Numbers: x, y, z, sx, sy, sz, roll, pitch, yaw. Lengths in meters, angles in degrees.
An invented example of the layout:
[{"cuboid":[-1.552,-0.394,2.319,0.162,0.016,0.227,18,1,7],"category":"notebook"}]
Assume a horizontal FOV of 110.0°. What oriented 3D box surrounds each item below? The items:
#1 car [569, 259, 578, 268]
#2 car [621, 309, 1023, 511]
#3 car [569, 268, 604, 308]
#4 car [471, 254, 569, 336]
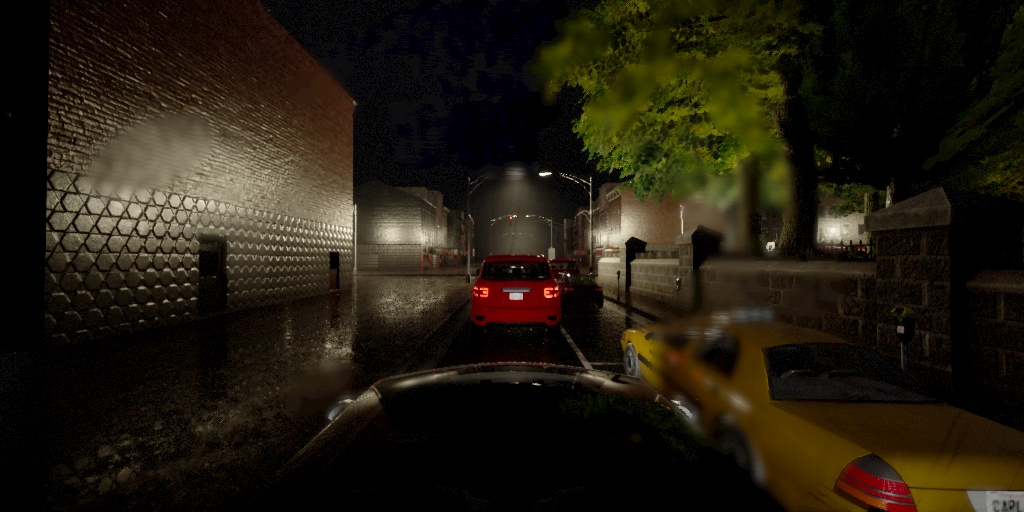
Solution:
[{"cuboid":[2.631,1.078,20.377,2.192,1.841,5.009,0,0,0],"category":"car"},{"cuboid":[2.637,1.276,4.200,1.751,1.417,4.829,0,0,0],"category":"car"},{"cuboid":[2.633,1.339,14.928,1.802,1.307,4.207,0,0,0],"category":"car"},{"cuboid":[0.096,0.975,10.515,2.150,2.045,5.566,0,0,0],"category":"car"}]
